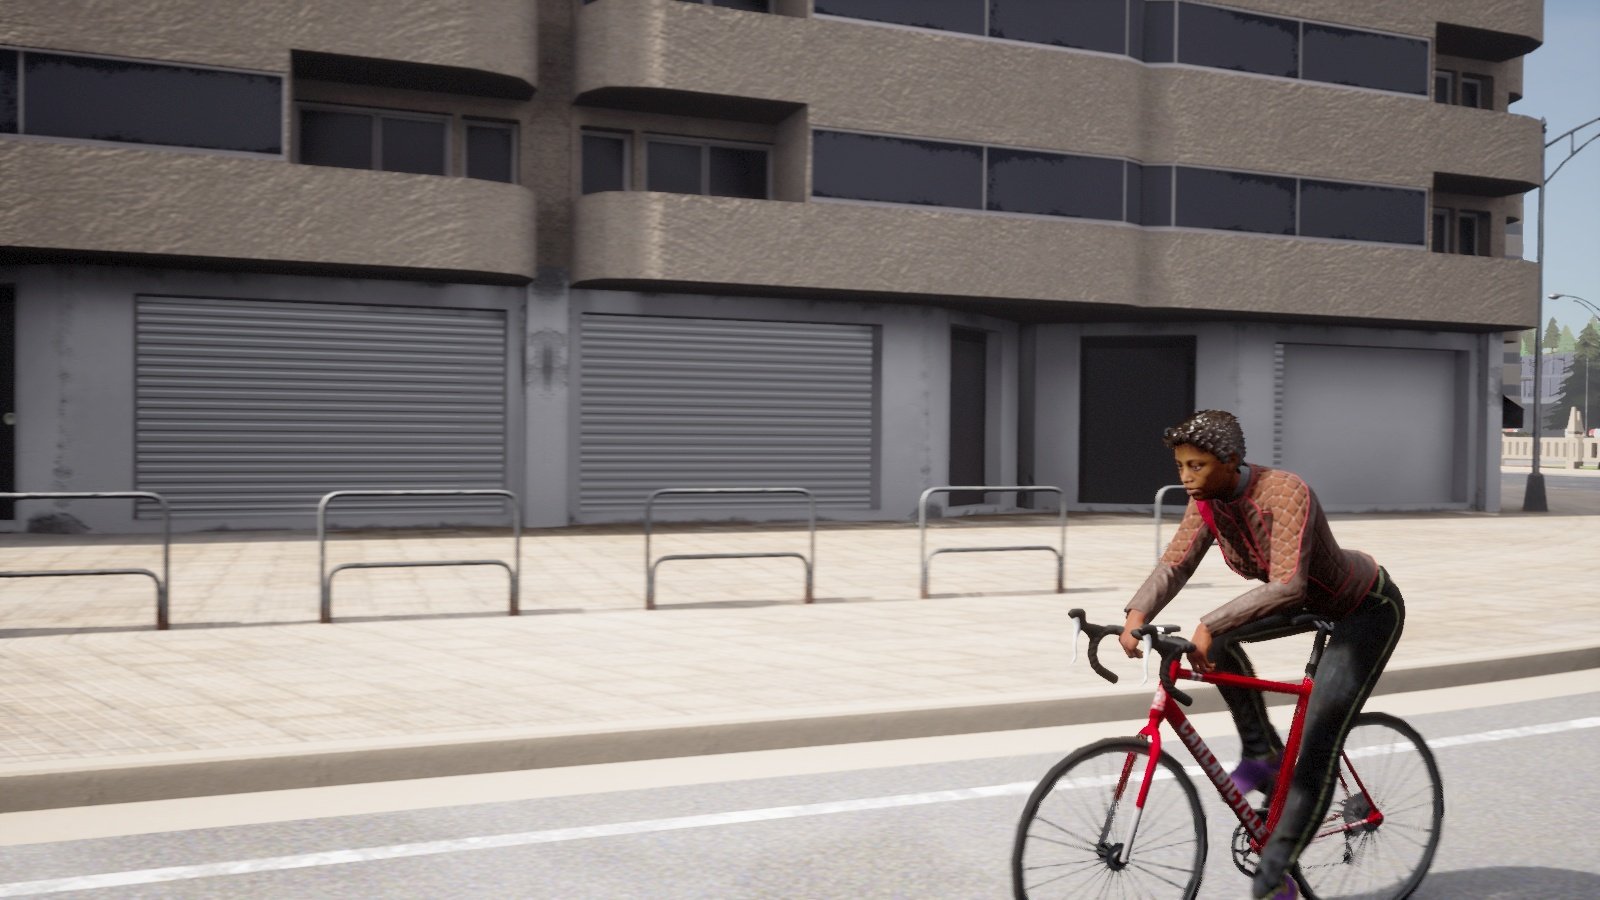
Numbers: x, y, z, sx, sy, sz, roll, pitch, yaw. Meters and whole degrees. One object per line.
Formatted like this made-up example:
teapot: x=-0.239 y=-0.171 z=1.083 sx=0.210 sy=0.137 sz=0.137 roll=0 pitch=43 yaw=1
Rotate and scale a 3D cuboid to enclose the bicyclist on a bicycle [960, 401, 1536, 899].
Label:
bicyclist on a bicycle: x=1.367 y=0.675 z=3.794 sx=1.656 sy=1.620 sz=0.582 roll=-1 pitch=1 yaw=-22
